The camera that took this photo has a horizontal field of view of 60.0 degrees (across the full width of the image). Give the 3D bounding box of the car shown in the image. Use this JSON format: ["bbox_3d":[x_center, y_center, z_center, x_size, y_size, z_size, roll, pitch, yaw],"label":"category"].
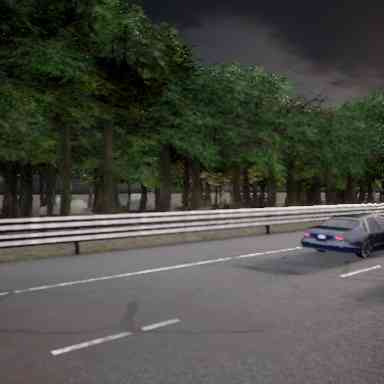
[{"bbox_3d":[6.388,1.549,12.606,5.357,1.411,2.033,0,0,-36],"label":"car"}]
